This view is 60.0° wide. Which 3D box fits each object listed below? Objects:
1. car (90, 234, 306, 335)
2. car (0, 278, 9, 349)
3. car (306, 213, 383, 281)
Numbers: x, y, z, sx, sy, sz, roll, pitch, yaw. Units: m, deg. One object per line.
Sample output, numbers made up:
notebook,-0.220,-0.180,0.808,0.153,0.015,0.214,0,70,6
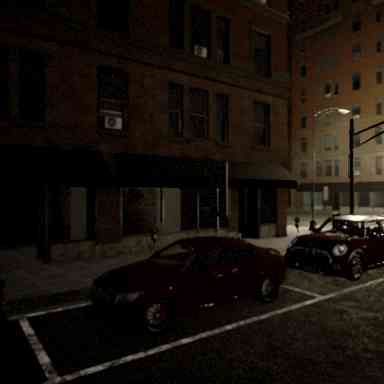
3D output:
car,0.148,1.587,6.640,4.206,1.307,1.802,0,0,-35
car,-4.331,1.563,3.445,4.313,1.339,1.947,0,0,-35
car,4.628,1.453,9.834,4.097,1.590,1.967,0,0,-35
